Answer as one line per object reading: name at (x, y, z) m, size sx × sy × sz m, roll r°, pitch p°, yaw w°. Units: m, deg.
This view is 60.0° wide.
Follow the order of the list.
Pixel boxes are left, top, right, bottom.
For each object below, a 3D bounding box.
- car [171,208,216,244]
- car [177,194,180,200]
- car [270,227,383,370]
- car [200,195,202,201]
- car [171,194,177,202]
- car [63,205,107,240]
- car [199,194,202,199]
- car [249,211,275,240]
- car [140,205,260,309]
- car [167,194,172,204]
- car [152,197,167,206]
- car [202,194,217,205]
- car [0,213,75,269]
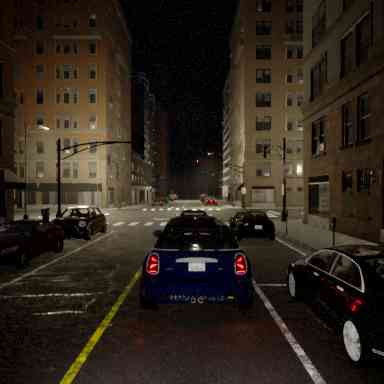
car at (0.089, 1.564, 16.610) m, size 1.994 × 1.385 × 4.181 m, roll 0°, pitch 0°, yaw 1°
car at (-5.319, 1.456, 91.525) m, size 2.192 × 1.841 × 5.009 m, roll 0°, pitch 0°, yaw 0°
car at (2.869, 1.551, 5.536) m, size 2.008 × 1.369 × 4.403 m, roll 0°, pitch 0°, yaw 0°
car at (3.084, 1.606, 64.446) m, size 2.008 × 1.369 × 4.403 m, roll 0°, pitch 0°, yaw 0°
car at (-5.368, 1.625, 80.537) m, size 1.752 × 1.417 × 4.829 m, roll 0°, pitch 0°, yaw 0°
car at (-5.626, 1.441, 16.562) m, size 1.967 × 1.590 × 4.097 m, roll 0°, pitch 0°, yaw 0°
car at (3.133, 1.523, 75.264) m, size 1.967 × 1.590 × 4.097 m, roll 0°, pitch 0°, yaw 0°
car at (2.899, 1.566, 16.538) m, size 1.947 × 1.339 × 4.313 m, roll 0°, pitch 0°, yaw 0°
car at (0.099, 1.352, 8.027) m, size 2.097 × 1.767 × 4.553 m, roll 0°, pitch 0°, yaw 0°
car at (-5.440, 1.606, 64.481) m, size 2.008 × 1.369 × 4.403 m, roll 0°, pitch 0°, yaw 0°
car at (-5.490, 1.617, 53.665) m, size 1.802 × 1.307 × 4.206 m, roll 0°, pitch 0°, yaw 0°
car at (3.034, 1.476, 53.628) m, size 1.967 × 1.590 × 4.097 m, roll 0°, pitch 0°, yaw 0°
car at (-5.641, 1.582, 11.061) m, size 1.802 × 1.307 × 4.206 m, roll 0°, pitch 0°, yaw 0°
